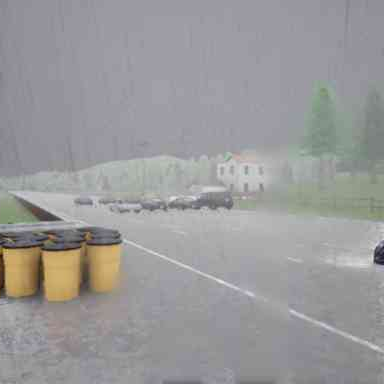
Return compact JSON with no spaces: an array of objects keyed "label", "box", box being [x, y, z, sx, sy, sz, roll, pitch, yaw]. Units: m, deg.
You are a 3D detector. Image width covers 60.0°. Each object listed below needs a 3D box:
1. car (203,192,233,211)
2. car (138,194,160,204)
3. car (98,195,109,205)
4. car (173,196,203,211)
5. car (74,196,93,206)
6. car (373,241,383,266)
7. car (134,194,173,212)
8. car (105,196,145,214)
[{"label":"car","box":[2.395,0.984,37.404,2.150,2.045,5.566,0,0,-29]},{"label":"car","box":[-7.065,1.105,54.174,1.882,1.535,5.008,0,0,-29]},{"label":"car","box":[-12.714,1.204,49.948,1.994,1.385,4.181,0,0,-29]},{"label":"car","box":[-1.009,1.286,36.285,1.812,1.442,4.674,0,0,-30]},{"label":"car","box":[-15.811,1.206,48.313,1.994,1.385,4.181,0,0,-29]},{"label":"car","box":[6.834,1.529,8.161,1.994,1.385,4.181,0,0,-29]},{"label":"car","box":[-4.133,1.288,34.700,1.812,1.442,4.674,0,0,-30]},{"label":"car","box":[-6.497,1.376,31.799,1.895,1.301,4.718,0,0,-29]}]
